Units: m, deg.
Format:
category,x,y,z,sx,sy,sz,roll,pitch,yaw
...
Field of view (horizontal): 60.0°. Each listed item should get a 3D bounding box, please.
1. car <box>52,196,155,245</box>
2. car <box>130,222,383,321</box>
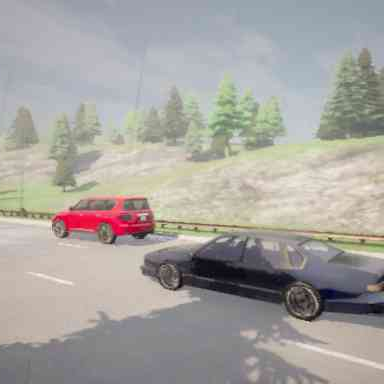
category,x,y,z,sx,sy,sz,roll,pitch,yaw
car,-4.239,1.207,15.606,5.566,2.045,2.150,0,0,36
car,1.344,1.544,7.266,5.357,1.411,2.033,0,0,36
